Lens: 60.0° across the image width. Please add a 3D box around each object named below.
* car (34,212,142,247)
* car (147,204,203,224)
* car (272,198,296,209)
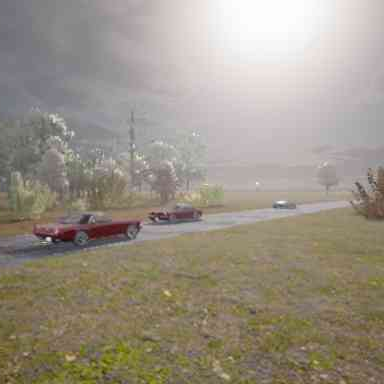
[{"bbox_3d":[-4.446,1.574,15.076,1.895,1.301,4.718,0,0,34],"label":"car"},{"bbox_3d":[-1.178,1.574,24.963,1.895,1.301,4.718,0,0,35],"label":"car"},{"bbox_3d":[12.057,1.525,43.507,1.994,1.385,4.181,0,0,36],"label":"car"}]
